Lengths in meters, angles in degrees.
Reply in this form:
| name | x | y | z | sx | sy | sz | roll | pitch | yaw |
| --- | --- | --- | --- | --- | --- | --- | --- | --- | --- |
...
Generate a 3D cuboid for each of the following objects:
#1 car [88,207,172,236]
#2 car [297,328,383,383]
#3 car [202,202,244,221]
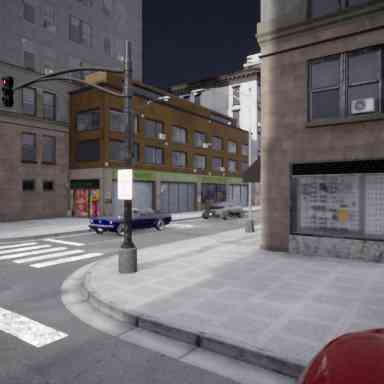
| name | x | y | z | sx | sy | sz | roll | pitch | yaw |
| --- | --- | --- | --- | --- | --- | --- | --- | --- | --- |
| car | -3.257 | 1.535 | 18.172 | 1.895 | 1.301 | 4.718 | 0 | 0 | 35 |
| car | 2.732 | 1.315 | 0.876 | 5.009 | 1.841 | 2.192 | 0 | 0 | 35 |
| car | 2.514 | 1.455 | 26.370 | 1.994 | 1.385 | 4.181 | 0 | 0 | 35 |
